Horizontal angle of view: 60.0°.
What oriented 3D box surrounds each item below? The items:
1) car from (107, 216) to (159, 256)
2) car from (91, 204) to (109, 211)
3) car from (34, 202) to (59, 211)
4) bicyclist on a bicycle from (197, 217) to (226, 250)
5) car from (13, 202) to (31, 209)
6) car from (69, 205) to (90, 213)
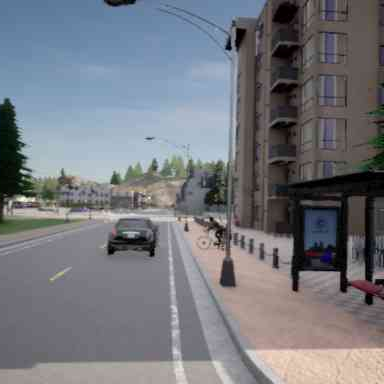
[{"bbox_3d":[-2.744,1.978,16.322,2.097,1.767,4.553,2,-2,-4],"label":"car"},{"bbox_3d":[-25.651,4.172,89.768,4.605,1.855,1.932,2,-2,-4],"label":"car"},{"bbox_3d":[-32.014,3.570,73.650,3.806,1.475,1.970,2,-2,-4],"label":"car"},{"bbox_3d":[1.081,2.047,16.343,1.656,1.620,0.582,2,-2,-4],"label":"bicyclist on a bicycle"},{"bbox_3d":[-43.873,3.613,84.786,3.633,1.501,1.845,2,-2,-4],"label":"car"},{"bbox_3d":[-24.393,3.693,71.231,3.633,1.501,1.845,2,-2,-4],"label":"car"}]
